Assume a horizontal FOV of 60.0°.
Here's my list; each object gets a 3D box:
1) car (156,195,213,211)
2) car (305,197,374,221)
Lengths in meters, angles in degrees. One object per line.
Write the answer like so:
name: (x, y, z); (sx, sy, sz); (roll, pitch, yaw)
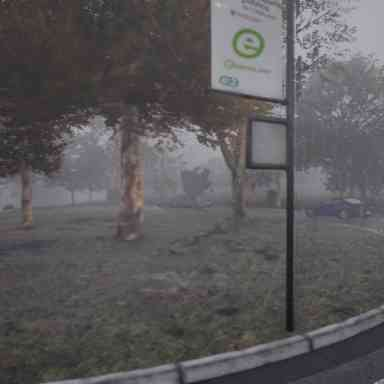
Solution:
car: (-0.686, 1.010, 32.106); (5.357, 1.411, 2.033); (1, 1, 16)
car: (10.261, 1.130, 23.529); (1.882, 1.535, 5.008); (0, 1, -24)
